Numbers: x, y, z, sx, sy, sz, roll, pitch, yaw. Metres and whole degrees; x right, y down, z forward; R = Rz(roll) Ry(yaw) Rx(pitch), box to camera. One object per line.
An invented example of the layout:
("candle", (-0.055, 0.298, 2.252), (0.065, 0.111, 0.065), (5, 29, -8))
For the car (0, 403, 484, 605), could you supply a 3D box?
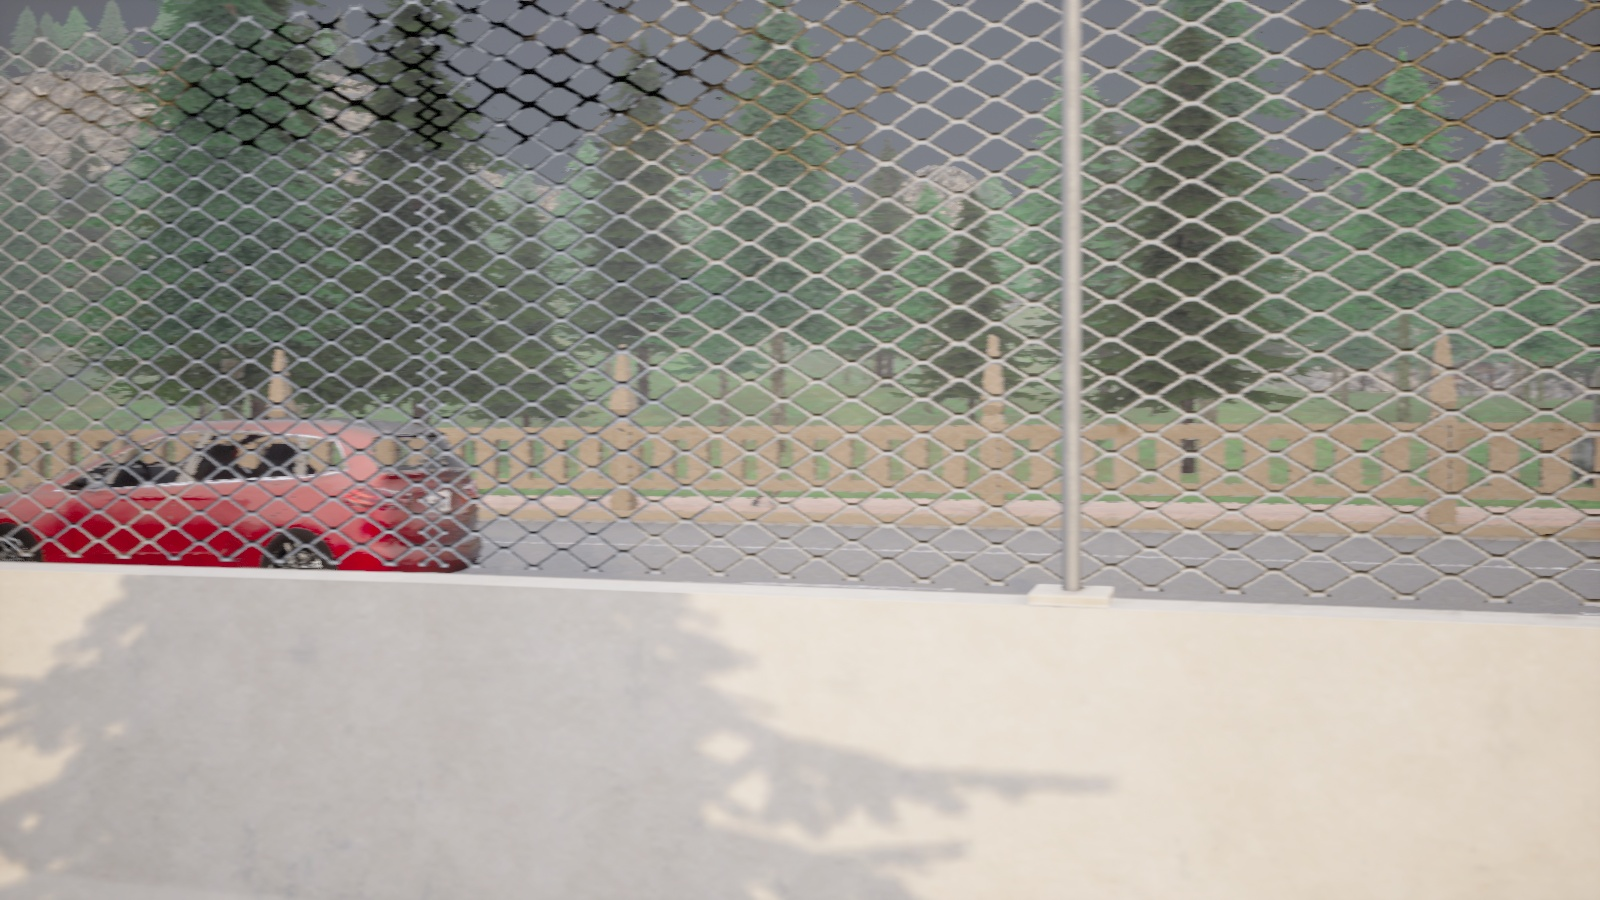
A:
("car", (-5.664, 0.415, 11.997), (4.611, 1.667, 2.242), (0, 1, 13))
